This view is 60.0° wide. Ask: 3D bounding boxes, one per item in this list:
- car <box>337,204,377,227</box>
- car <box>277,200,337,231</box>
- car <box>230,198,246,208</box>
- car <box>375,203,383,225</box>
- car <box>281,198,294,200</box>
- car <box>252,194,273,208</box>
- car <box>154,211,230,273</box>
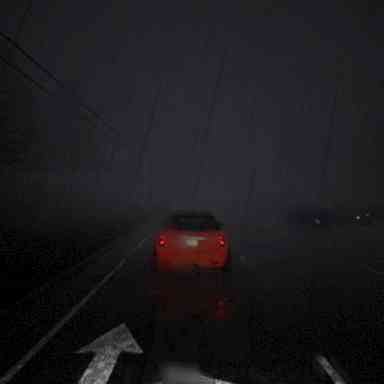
[{"bbox_3d":[10.607,1.625,23.246,1.994,1.385,4.181,0,0,0],"label":"car"},{"bbox_3d":[7.105,1.534,21.238,1.882,1.535,5.008,0,0,0],"label":"car"},{"bbox_3d":[7.112,1.660,51.117,1.812,1.442,4.674,0,0,0],"label":"car"},{"bbox_3d":[14.106,1.541,24.285,1.882,1.535,5.008,0,0,0],"label":"car"},{"bbox_3d":[14.112,1.620,49.715,2.128,1.511,4.902,0,0,0],"label":"car"},{"bbox_3d":[10.613,1.349,50.225,2.150,2.045,5.566,0,-1,0],"label":"car"},{"bbox_3d":[0.003,1.381,10.962,2.097,1.767,4.553,0,0,0],"label":"car"}]
